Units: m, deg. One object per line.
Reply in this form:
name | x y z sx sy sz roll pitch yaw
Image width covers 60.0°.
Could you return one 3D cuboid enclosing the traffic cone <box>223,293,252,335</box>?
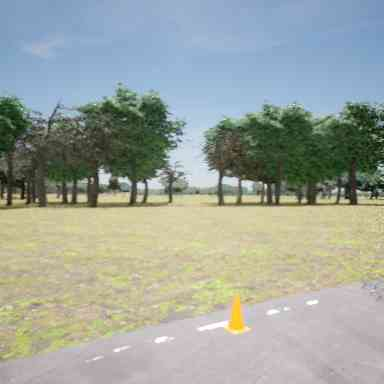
traffic cone | 0.735 1.933 5.408 0.340 0.580 0.340 0 0 -31
